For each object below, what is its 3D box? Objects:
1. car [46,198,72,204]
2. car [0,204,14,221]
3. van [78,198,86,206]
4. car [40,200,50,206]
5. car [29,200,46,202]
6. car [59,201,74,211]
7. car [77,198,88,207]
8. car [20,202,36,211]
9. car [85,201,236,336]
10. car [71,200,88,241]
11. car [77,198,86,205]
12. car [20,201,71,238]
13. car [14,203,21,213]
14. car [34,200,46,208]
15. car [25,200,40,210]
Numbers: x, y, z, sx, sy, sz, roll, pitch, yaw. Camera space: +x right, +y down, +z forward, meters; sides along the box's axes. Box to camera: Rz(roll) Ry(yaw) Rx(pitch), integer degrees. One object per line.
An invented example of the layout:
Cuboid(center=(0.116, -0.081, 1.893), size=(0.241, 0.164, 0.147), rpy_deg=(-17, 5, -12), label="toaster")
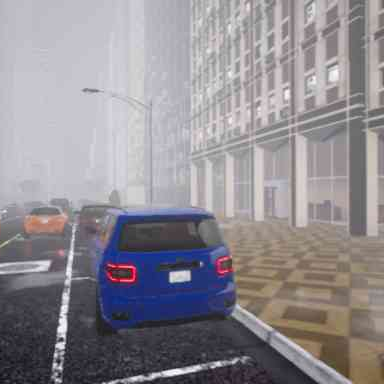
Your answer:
Cuboid(center=(-14.437, 1.684, 36.619), size=(2.150, 2.045, 5.566), rpy_deg=(0, -1, -19), label="car")
Cuboid(center=(-18.799, 2.002, 31.777), size=(2.008, 1.369, 4.403), rpy_deg=(-1, 0, -19), label="car")
Cuboid(center=(-25.652, 2.278, 77.501), size=(1.690, 1.788, 3.998), rpy_deg=(-1, 0, -19), label="van")
Cuboid(center=(-35.421, 2.604, 80.150), size=(1.947, 1.339, 4.313), rpy_deg=(-1, 0, -19), label="car")
Cuboid(center=(-19.353, 1.921, 41.691), size=(2.097, 1.767, 4.553), rpy_deg=(0, -1, -19), label="car")
Cuboid(center=(-19.928, 2.224, 52.906), size=(1.994, 1.385, 4.181), rpy_deg=(0, -1, -19), label="car")
Cuboid(center=(-23.806, 2.187, 72.127), size=(2.192, 1.841, 5.009), rpy_deg=(-1, 0, -19), label="car")
Cuboid(center=(-26.186, 2.295, 53.276), size=(1.802, 1.307, 4.206), rpy_deg=(-1, 0, -19), label="car")
Cuboid(center=(-1.037, 1.304, 7.178), size=(2.150, 2.045, 5.566), rpy_deg=(0, -1, -19), label="car")
Cuboid(center=(-5.336, 1.532, 18.378), size=(2.192, 1.841, 5.009), rpy_deg=(-1, 0, -19), label="car")
Cuboid(center=(-27.497, 2.442, 82.875), size=(1.967, 1.590, 4.097), rpy_deg=(-1, 0, -19), label="car")
Cuboid(center=(-8.519, 1.607, 19.708), size=(2.097, 1.767, 4.553), rpy_deg=(0, -1, -19), label="car")
Cuboid(center=(-22.492, 2.133, 42.527), size=(2.008, 1.369, 4.403), rpy_deg=(-1, 0, -19), label="car")
Cuboid(center=(-31.672, 2.432, 69.240), size=(1.752, 1.417, 4.829), rpy_deg=(-1, 0, -19), label="car")
Cuboid(center=(-28.035, 2.218, 58.652), size=(1.967, 1.590, 4.097), rpy_deg=(-1, 0, -19), label="car")
